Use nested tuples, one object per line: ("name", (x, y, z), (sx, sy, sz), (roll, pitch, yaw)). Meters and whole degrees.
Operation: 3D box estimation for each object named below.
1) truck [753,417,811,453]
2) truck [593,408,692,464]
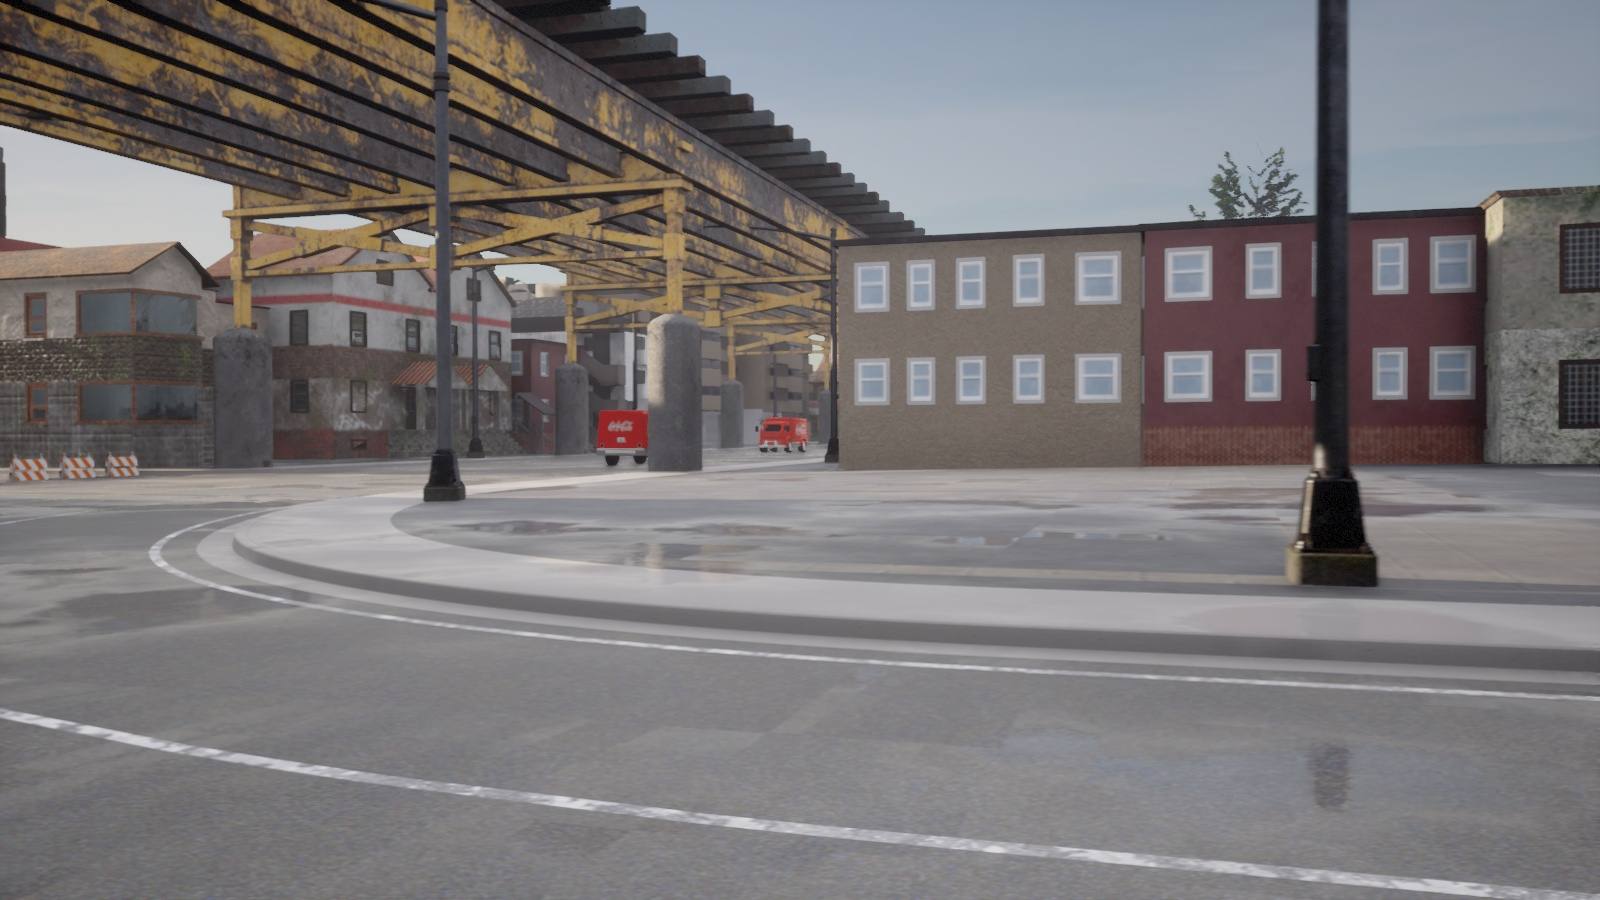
("truck", (-1.229, -1.074, 88.909), (2.627, 2.467, 5.204), (1, 1, 18))
("truck", (-7.218, -0.624, 58.312), (2.627, 2.467, 5.204), (1, 0, 17))
